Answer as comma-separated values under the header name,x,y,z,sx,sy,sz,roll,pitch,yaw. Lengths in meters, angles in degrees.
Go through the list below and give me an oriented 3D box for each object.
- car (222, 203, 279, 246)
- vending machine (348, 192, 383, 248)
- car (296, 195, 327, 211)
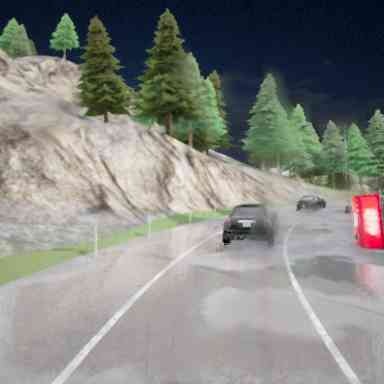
name,x,y,z,sx,sy,sz,roll,pitch,yaw
car,2.790,1.291,15.165,2.097,1.767,4.553,-1,0,17
vending machine,6.970,1.098,13.198,1.100,2.100,0.880,-5,-5,16
car,11.511,1.049,32.011,1.812,1.442,4.674,-3,1,37
